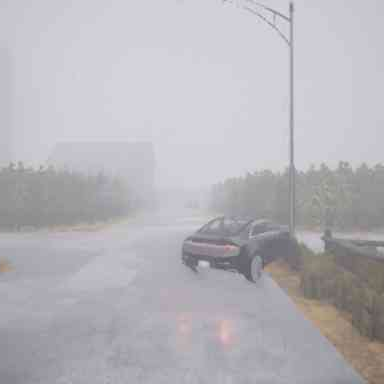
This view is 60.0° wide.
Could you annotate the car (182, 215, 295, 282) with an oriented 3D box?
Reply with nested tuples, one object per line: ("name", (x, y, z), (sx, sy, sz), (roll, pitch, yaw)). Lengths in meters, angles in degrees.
("car", (1.625, 1.448, 9.874), (2.128, 1.511, 4.902), (1, 1, 33))

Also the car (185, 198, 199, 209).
("car", (0.008, 1.760, 52.868), (2.097, 1.767, 4.553), (0, 0, 0))
